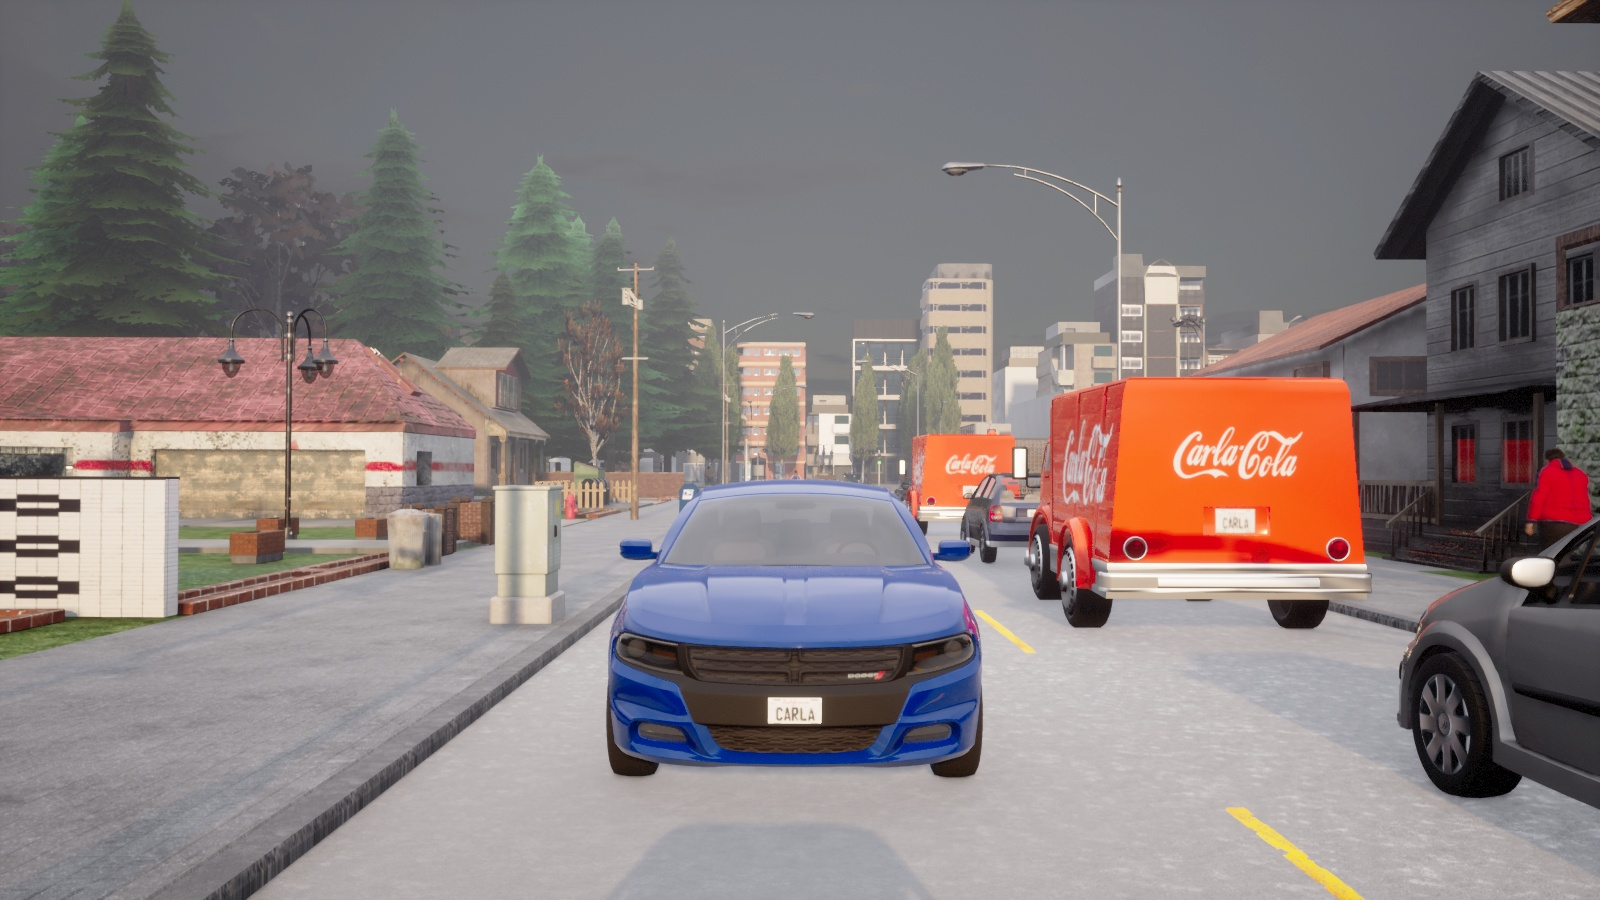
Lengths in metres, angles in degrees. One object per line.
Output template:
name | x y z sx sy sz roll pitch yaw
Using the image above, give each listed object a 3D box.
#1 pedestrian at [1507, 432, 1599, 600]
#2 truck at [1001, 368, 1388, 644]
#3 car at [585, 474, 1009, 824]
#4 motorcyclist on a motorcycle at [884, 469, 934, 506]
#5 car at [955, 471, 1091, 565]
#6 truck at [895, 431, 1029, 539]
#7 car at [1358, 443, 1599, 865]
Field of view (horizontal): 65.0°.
pedestrian | 8.579 0.728 14.200 0.634 1.844 0.899 0 -1 0
truck | 3.953 0.544 13.861 2.627 2.467 5.204 0 -1 0
car | -0.024 0.928 8.083 1.882 1.535 5.008 0 -1 0
motorcyclist on a motorcycle | 5.017 1.715 57.887 0.766 1.649 2.350 4 -4 -43
car | 3.938 1.158 22.732 1.789 1.549 3.705 0 -1 0
truck | 3.919 0.840 31.491 2.627 2.467 5.204 0 -1 -1
car | 3.986 0.778 4.860 1.851 1.617 3.988 0 -1 0
